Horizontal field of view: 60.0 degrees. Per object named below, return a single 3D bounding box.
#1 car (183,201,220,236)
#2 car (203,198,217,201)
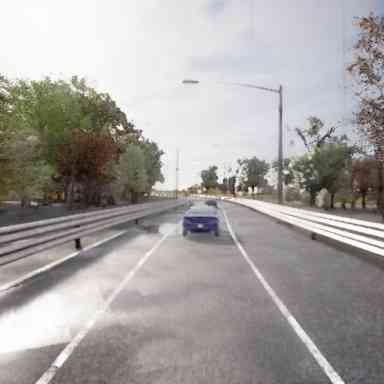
[{"bbox_3d":[0.571,1.524,18.861,1.882,1.535,5.008,0,0,3],"label":"car"},{"bbox_3d":[2.838,1.644,51.091,1.837,1.490,4.892,1,0,3],"label":"car"}]
